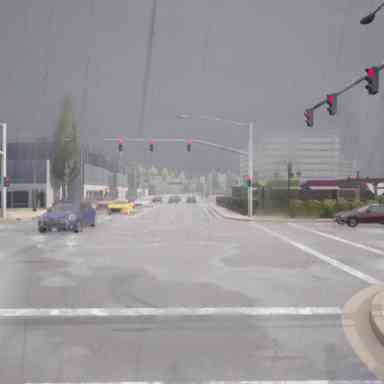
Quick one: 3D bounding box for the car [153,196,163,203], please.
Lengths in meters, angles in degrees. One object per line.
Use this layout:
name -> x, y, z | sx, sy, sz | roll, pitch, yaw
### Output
car -> -7.106, 1.547, 68.608 | 2.033, 1.411, 5.357 | 0, 0, 0

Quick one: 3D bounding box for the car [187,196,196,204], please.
car -> -0.095, 1.491, 64.611 | 2.128, 1.511, 4.902 | 0, 0, 0

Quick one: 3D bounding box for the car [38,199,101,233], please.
car -> -7.128, 1.352, 19.459 | 2.097, 1.767, 4.553 | 0, 0, 0

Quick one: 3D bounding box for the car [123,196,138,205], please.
car -> -10.662, 1.506, 57.925 | 1.837, 1.490, 4.892 | 0, 0, 0

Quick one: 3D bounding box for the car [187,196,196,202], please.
car -> -0.110, 1.467, 74.916 | 1.895, 1.301, 4.718 | 0, 0, 0

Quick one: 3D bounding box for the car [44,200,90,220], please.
car -> -10.642, 1.491, 28.750 | 2.128, 1.511, 4.902 | 0, 0, 0

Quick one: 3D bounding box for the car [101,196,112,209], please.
car -> -10.659, 1.351, 42.205 | 2.097, 1.767, 4.553 | 0, 0, 0

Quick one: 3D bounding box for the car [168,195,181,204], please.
car -> -3.595, 1.547, 64.605 | 2.033, 1.411, 5.357 | 0, 0, 0

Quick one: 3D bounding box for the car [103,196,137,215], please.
car -> -7.144, 1.477, 33.550 | 1.882, 1.535, 5.008 | 0, 0, 0

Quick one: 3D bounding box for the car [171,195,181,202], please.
car -> -3.610, 1.424, 74.879 | 1.994, 1.385, 4.181 | 0, 0, 0

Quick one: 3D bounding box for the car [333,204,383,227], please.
car -> 11.773, 1.526, 21.960 | 4.674, 1.442, 1.812 | 0, 0, 1

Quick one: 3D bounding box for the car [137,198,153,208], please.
car -> -7.162, 1.526, 47.297 | 1.812, 1.442, 4.674 | 0, 1, 0
